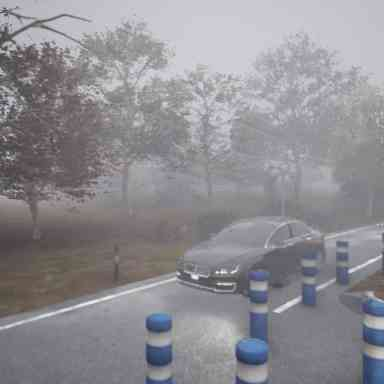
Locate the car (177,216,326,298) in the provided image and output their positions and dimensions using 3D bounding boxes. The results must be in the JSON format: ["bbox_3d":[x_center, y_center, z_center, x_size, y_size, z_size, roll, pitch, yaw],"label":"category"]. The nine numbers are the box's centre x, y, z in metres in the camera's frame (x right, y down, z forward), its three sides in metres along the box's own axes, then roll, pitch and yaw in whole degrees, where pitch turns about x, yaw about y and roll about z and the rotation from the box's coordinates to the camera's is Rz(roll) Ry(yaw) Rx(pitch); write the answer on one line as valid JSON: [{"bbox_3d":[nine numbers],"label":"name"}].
[{"bbox_3d":[1.753,1.438,8.494,1.837,1.490,4.892,0,1,44],"label":"car"}]
